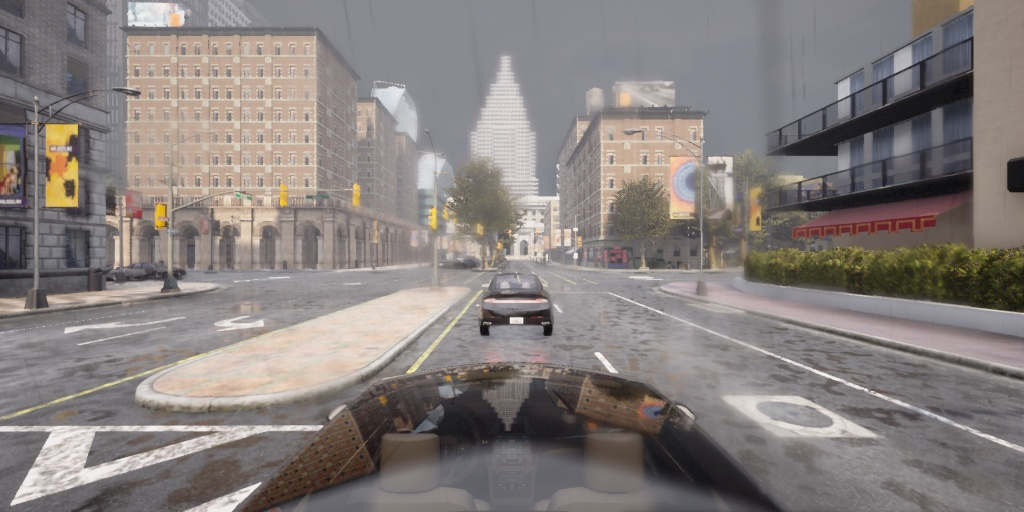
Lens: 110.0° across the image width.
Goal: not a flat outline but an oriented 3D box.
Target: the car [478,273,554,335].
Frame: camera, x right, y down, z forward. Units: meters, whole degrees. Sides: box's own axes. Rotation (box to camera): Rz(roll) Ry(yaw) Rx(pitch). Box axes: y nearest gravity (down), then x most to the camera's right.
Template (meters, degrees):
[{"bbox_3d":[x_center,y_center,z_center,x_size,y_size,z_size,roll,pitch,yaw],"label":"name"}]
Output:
[{"bbox_3d":[0.105,1.242,10.488,2.128,1.511,4.902,0,0,0],"label":"car"}]

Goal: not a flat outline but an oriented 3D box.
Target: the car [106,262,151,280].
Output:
[{"bbox_3d":[-33.825,1.352,30.108,4.718,1.301,1.895,0,0,0],"label":"car"}]

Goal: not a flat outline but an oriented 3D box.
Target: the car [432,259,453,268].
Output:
[{"bbox_3d":[-11.514,1.245,60.621,2.128,1.511,4.902,0,0,0],"label":"car"}]

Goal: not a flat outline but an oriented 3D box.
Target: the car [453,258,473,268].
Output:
[{"bbox_3d":[-8.024,1.354,59.174,1.895,1.301,4.718,0,0,0],"label":"car"}]

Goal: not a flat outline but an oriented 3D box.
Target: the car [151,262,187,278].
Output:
[{"bbox_3d":[-33.848,1.299,33.607,5.357,1.411,2.033,0,0,0],"label":"car"}]
